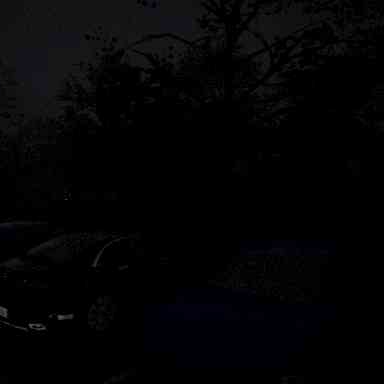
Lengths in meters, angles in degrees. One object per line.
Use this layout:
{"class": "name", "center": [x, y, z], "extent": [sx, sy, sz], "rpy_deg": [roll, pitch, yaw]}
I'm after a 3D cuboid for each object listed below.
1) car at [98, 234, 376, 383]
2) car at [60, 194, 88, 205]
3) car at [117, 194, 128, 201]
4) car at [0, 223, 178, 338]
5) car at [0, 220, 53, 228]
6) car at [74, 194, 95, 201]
{"class": "car", "center": [1.376, 1.468, 4.841], "extent": [2.097, 1.535, 5.008], "rpy_deg": [1, 0, 35]}
{"class": "car", "center": [-19.323, 1.153, 54.114], "extent": [2.097, 1.767, 4.553], "rpy_deg": [-3, -1, 35]}
{"class": "car", "center": [-12.575, 0.997, 62.143], "extent": [1.882, 1.535, 5.008], "rpy_deg": [-2, 0, 1]}
{"class": "car", "center": [-1.295, 1.446, 6.733], "extent": [2.231, 1.521, 4.892], "rpy_deg": [1, 0, 35]}
{"class": "car", "center": [-3.961, 1.461, 8.637], "extent": [2.002, 1.452, 4.674], "rpy_deg": [1, 0, 36]}
{"class": "car", "center": [-25.043, 1.260, 77.336], "extent": [5.008, 1.535, 1.882], "rpy_deg": [-2, -1, 35]}
